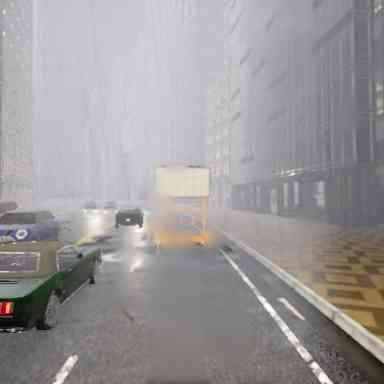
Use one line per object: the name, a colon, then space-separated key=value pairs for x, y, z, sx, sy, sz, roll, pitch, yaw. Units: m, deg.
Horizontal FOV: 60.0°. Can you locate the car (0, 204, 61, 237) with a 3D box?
car: x=-7.117 y=1.550 z=13.931 sx=2.097 sy=1.767 sz=4.553 roll=0 pitch=-1 yaw=-4

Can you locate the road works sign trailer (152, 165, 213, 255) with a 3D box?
road works sign trailer: x=-0.404 y=0.650 z=14.348 sx=2.380 sy=3.560 sz=2.880 roll=0 pitch=-1 yaw=-5

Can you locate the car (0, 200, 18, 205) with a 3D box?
car: x=-10.552 y=1.463 z=16.783 sx=2.150 sy=2.045 sz=5.566 roll=0 pitch=-1 yaw=-5

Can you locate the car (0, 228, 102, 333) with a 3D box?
car: x=-3.290 y=1.702 z=6.949 sx=1.895 sy=1.301 sz=4.718 roll=0 pitch=-1 yaw=-2

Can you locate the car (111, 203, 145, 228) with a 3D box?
car: x=-4.644 y=1.811 z=25.196 sx=1.882 sy=1.535 sz=5.008 roll=0 pitch=-1 yaw=-6

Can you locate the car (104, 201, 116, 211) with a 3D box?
car: x=-13.397 y=2.217 z=54.865 sx=1.882 sy=1.535 sz=5.008 roll=0 pitch=-1 yaw=-14

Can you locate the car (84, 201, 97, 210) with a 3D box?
car: x=-17.129 y=2.238 z=56.437 sx=1.882 sy=1.535 sz=5.008 roll=0 pitch=-1 yaw=-14
